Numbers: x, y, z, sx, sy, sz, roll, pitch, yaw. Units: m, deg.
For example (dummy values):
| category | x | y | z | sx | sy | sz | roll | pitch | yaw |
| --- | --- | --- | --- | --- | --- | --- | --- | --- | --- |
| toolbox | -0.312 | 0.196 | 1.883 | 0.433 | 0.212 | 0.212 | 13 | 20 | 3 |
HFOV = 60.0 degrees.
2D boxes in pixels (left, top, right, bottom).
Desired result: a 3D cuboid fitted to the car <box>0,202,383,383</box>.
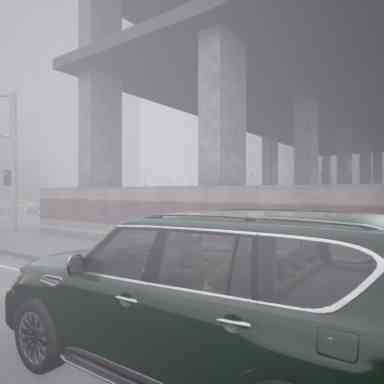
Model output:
| category | x | y | z | sx | sy | sz | roll | pitch | yaw |
| --- | --- | --- | --- | --- | --- | --- | --- | --- | --- |
| car | 0.066 | 1.221 | 3.937 | 5.566 | 2.045 | 2.150 | 0 | 0 | 36 |

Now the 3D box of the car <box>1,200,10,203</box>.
| category | x | y | z | sx | sy | sz | roll | pitch | yaw |
| --- | --- | --- | --- | --- | --- | --- | --- | --- | --- |
| car | -18.380 | 1.532 | 33.815 | 1.882 | 1.535 | 5.008 | 0 | 0 | 36 |

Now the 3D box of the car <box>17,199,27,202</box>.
| category | x | y | z | sx | sy | sz | roll | pitch | yaw |
| --- | --- | --- | --- | --- | --- | --- | --- | --- | --- |
| car | -14.331 | 1.545 | 33.461 | 2.128 | 1.511 | 4.902 | 0 | 0 | 36 |
